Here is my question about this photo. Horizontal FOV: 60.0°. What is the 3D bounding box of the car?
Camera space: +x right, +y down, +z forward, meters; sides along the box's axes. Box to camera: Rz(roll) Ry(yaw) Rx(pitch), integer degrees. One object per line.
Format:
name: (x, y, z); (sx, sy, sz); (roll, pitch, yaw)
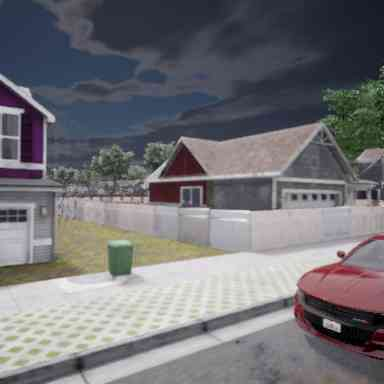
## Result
car: (3.874, 1.488, 5.835); (5.008, 1.535, 1.882); (0, 0, -35)
